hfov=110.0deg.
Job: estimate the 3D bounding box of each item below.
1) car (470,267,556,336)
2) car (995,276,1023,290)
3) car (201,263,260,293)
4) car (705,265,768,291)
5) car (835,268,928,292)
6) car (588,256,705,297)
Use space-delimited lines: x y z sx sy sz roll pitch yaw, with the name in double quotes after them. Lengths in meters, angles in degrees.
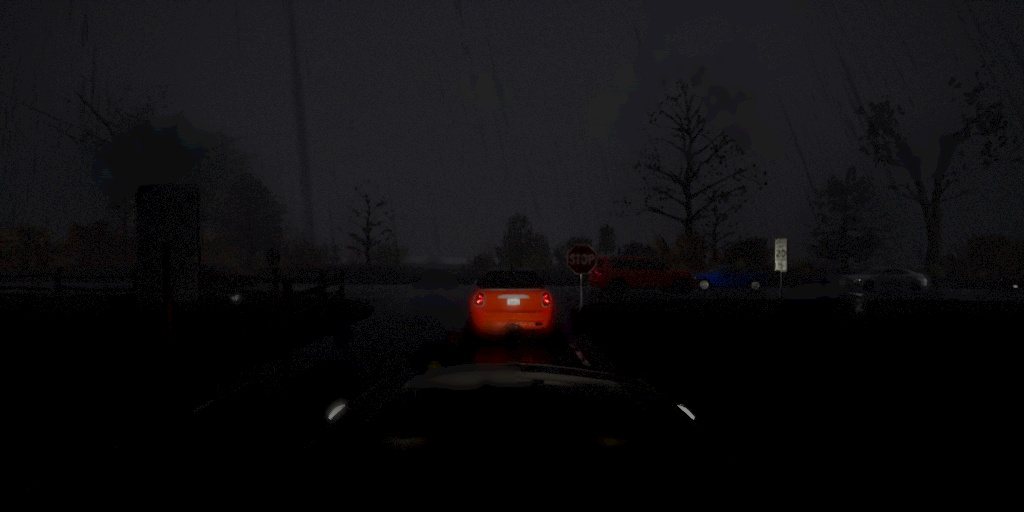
-0.076 1.102 10.559 2.097 1.767 4.553 0 0 -3 "car"
33.571 1.591 22.322 4.718 1.301 1.895 0 0 0 "car"
-16.568 1.129 19.530 5.008 1.535 1.882 0 0 0 "car"
13.136 1.324 22.389 5.008 1.535 1.882 0 0 0 "car"
22.992 1.442 22.363 4.674 1.442 1.812 1 0 0 "car"
6.966 1.049 19.462 5.566 2.045 2.150 0 0 0 "car"
